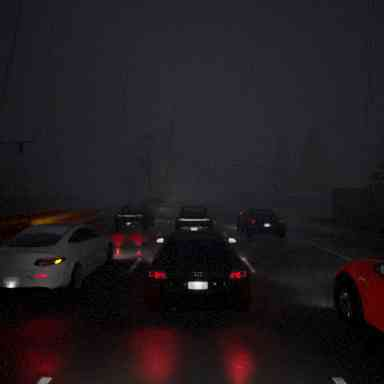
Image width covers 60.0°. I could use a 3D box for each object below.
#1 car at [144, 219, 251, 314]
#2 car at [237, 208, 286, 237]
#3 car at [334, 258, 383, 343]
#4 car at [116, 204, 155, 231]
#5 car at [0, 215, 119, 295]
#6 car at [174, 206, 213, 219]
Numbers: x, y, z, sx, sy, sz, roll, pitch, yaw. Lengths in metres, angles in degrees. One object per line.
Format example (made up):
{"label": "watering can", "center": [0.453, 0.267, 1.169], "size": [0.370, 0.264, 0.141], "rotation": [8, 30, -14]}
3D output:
{"label": "car", "center": [0.099, 1.564, 7.686], "size": [1.994, 1.385, 4.181], "rotation": [0, 0, 0]}
{"label": "car", "center": [3.597, 1.563, 17.911], "size": [1.994, 1.385, 4.181], "rotation": [0, 0, 0]}
{"label": "car", "center": [3.600, 1.351, 4.139], "size": [2.097, 1.767, 4.553], "rotation": [0, 0, 0]}
{"label": "car", "center": [-3.404, 1.491, 20.297], "size": [2.128, 1.511, 4.902], "rotation": [0, 0, 0]}
{"label": "car", "center": [-3.403, 1.527, 8.603], "size": [1.812, 1.442, 4.674], "rotation": [0, -1, 0]}
{"label": "car", "center": [0.097, 1.491, 17.635], "size": [2.128, 1.511, 4.902], "rotation": [0, 0, 0]}
